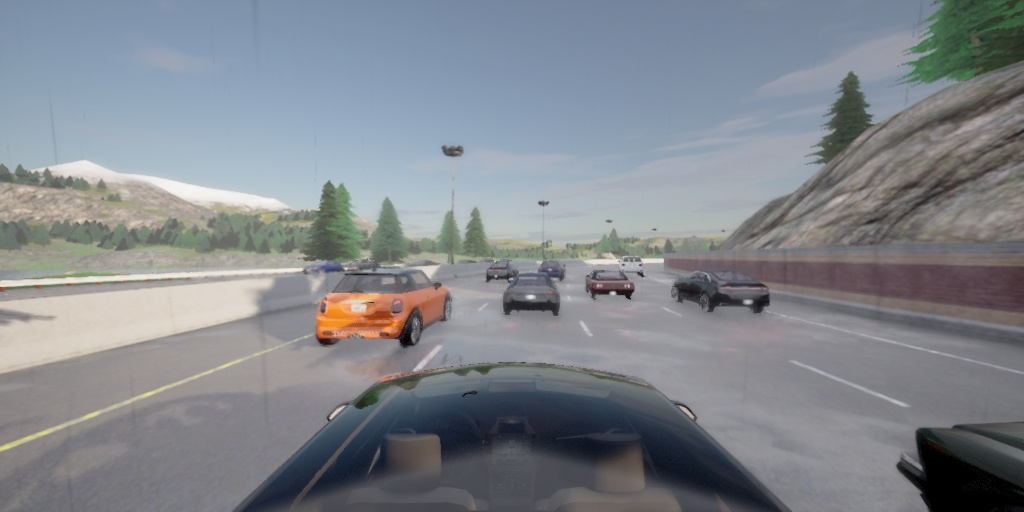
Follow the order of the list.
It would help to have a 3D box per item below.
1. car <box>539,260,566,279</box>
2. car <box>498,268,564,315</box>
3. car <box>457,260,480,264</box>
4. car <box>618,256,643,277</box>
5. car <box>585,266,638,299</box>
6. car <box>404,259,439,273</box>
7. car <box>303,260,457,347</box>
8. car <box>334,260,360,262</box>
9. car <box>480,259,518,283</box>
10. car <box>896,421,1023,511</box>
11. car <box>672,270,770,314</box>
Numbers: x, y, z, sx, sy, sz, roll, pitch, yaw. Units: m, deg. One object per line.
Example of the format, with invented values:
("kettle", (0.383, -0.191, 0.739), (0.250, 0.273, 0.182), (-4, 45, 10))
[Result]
("car", (3.488, 1.118, 30.753), (2.097, 1.767, 4.553), (0, 0, 12))
("car", (0.796, 1.319, 13.711), (1.994, 1.385, 4.181), (0, 0, 5))
("car", (-6.434, 1.242, 48.183), (1.837, 1.490, 4.892), (0, 0, 18))
("car", (12.169, 1.015, 36.720), (2.150, 2.045, 5.566), (0, 0, 16))
("car", (4.773, 1.368, 18.148), (1.895, 1.301, 4.718), (0, 0, 7))
("car", (-11.172, 1.201, 44.745), (1.882, 1.535, 5.008), (0, 0, 17))
("car", (-3.042, 1.094, 9.515), (2.097, 1.767, 4.553), (0, 0, 3))
("car", (-16.346, 1.198, 38.927), (2.128, 1.511, 4.902), (0, 0, 14))
("car", (-0.687, 1.244, 27.906), (2.128, 1.511, 4.902), (0, 0, 11))
("car", (3.650, 1.362, 0.328), (1.895, 1.301, 4.718), (0, 0, 0))
("car", (7.843, 1.268, 13.961), (2.128, 1.511, 4.902), (0, 0, 6))
